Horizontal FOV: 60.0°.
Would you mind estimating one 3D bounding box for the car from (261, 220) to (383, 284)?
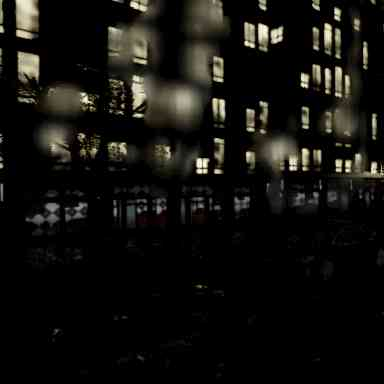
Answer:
[{"bbox_3d":[3.806,1.495,9.276,4.403,1.369,2.008,0,0,-35],"label":"car"}]
